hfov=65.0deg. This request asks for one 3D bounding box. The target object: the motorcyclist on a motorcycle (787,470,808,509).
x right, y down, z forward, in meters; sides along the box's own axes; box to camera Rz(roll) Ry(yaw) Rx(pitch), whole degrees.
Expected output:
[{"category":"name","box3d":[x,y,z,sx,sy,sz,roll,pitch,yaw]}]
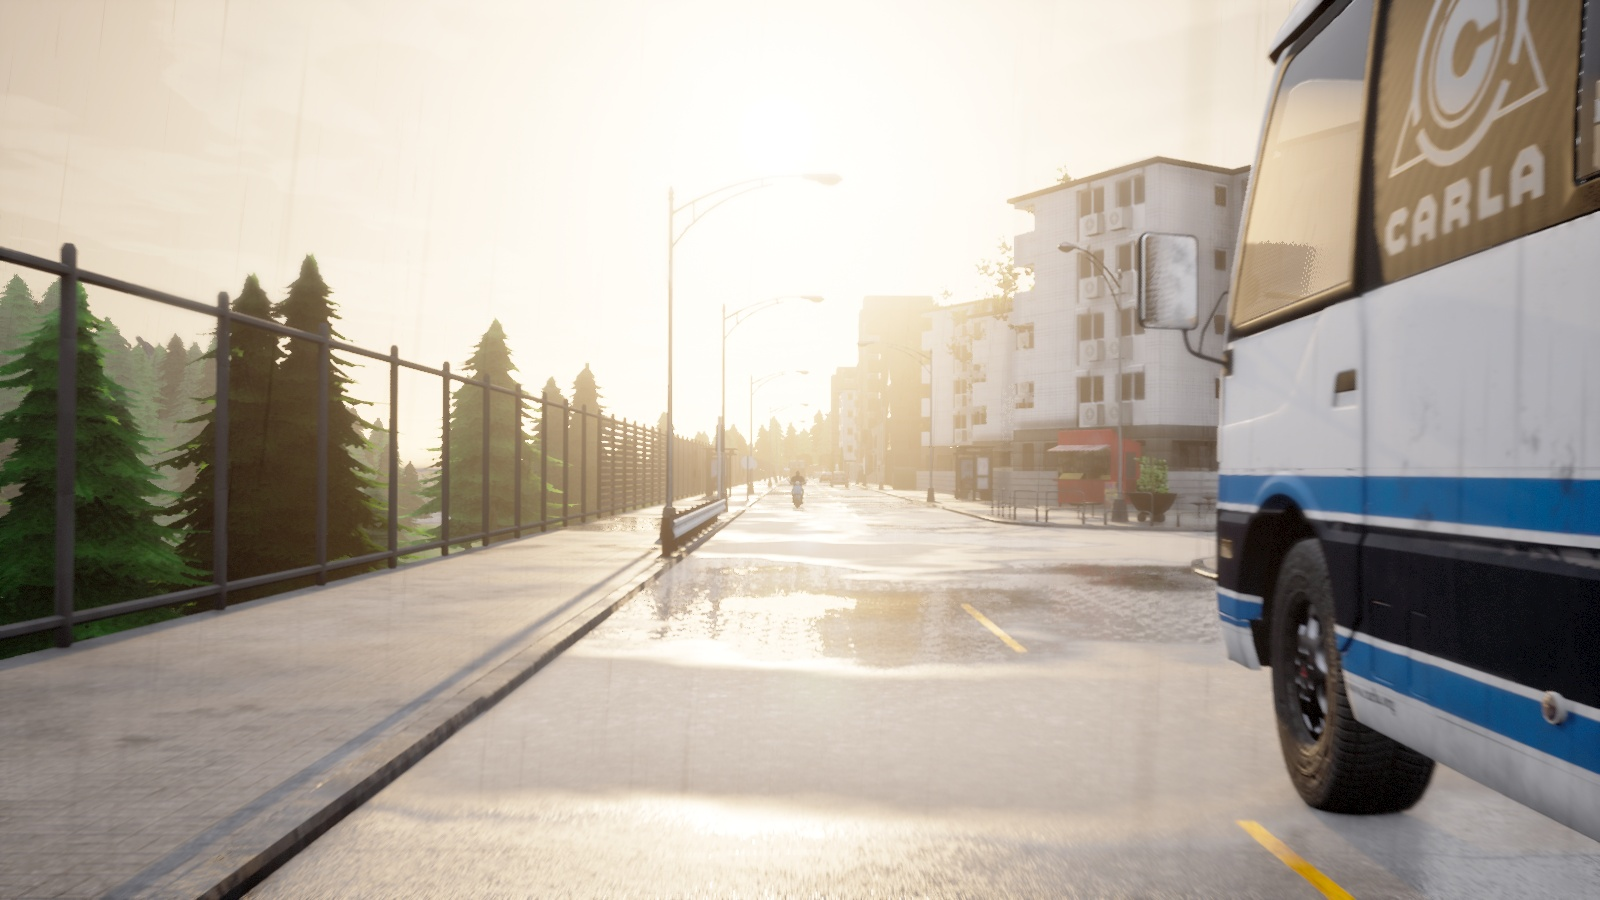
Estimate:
[{"category":"motorcyclist on a motorcycle","box3d":[-0.094,1.654,52.886,0.866,1.590,1.817,0,-1,0]}]

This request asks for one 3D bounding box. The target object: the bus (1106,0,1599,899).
[{"category":"bus","box3d":[3.713,-0.529,2.864,3.944,4.253,10.273,0,-1,3]}]
